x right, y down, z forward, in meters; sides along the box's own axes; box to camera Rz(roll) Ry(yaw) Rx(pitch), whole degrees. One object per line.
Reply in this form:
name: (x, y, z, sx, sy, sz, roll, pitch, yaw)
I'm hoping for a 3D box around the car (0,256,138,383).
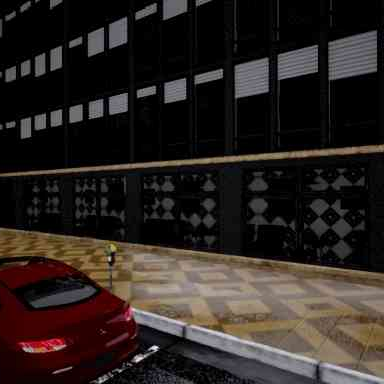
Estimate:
car: (-2.593, 1.582, 4.675, 4.206, 1.307, 1.802, 0, 0, 35)
